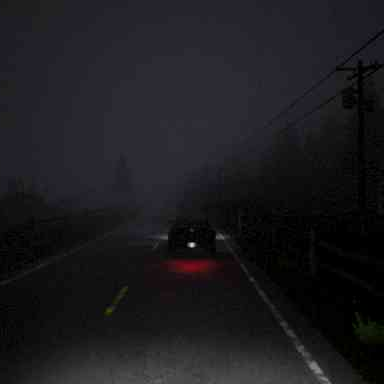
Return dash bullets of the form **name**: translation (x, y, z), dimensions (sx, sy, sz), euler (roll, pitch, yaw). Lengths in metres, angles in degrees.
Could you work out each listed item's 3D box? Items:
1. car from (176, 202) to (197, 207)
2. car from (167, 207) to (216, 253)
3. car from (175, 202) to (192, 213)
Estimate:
- **car**: translation (-0.243, 1.817, 29.047), dimensions (2.033, 1.411, 5.357), euler (0, 0, -2)
- **car**: translation (-0.002, 1.641, 14.307), dimensions (1.837, 1.490, 4.892), euler (0, 0, 0)
- **car**: translation (-1.193, 2.011, 44.201), dimensions (1.895, 1.301, 4.718), euler (0, -1, -5)
